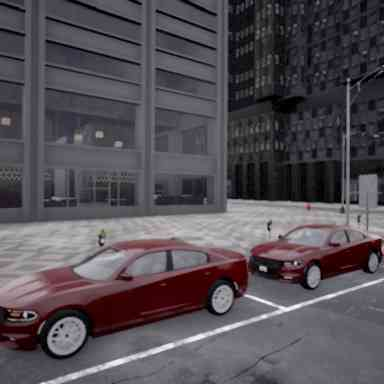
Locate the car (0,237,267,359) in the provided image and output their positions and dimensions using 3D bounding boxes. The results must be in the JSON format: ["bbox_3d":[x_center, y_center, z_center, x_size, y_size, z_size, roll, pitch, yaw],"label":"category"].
[{"bbox_3d":[-0.972,1.556,5.974,4.507,1.381,1.887,0,0,-36],"label":"car"}]

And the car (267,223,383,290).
[{"bbox_3d":[3.517,1.579,9.196,4.507,1.381,1.887,0,0,-36],"label":"car"}]
